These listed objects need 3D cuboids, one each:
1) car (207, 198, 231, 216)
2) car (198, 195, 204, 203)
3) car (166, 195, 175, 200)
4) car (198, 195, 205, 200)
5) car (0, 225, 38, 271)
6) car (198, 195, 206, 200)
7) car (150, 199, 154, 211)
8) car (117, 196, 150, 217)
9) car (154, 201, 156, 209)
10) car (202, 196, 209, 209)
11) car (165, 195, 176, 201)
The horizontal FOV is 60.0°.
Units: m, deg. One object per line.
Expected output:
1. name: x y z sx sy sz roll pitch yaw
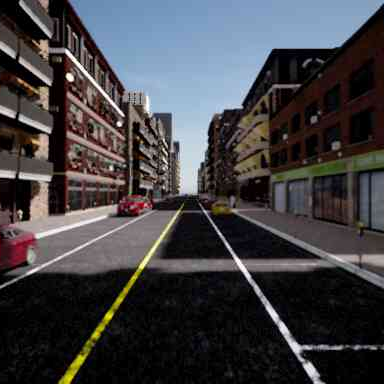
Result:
1. car: 2.675 1.506 31.718 1.752 1.417 4.829 0 0 0
2. car: 2.658 1.506 65.365 2.008 1.369 4.403 0 0 0
3. car: -5.734 1.488 87.910 2.008 1.369 4.403 0 0 0
4. car: 2.644 1.498 93.546 1.947 1.339 4.313 0 0 0
5. car: -5.694 1.577 9.003 1.802 1.307 4.206 0 0 0
6. car: 2.647 1.462 88.080 1.752 1.417 4.829 0 0 0
7. car: -5.708 1.417 37.183 1.967 1.590 4.097 0 0 0
8. car: -5.704 1.296 31.548 2.192 1.841 5.009 0 0 0
9. car: -5.711 1.518 42.821 1.887 1.381 4.507 0 0 0
10. car: 2.669 1.517 42.821 1.887 1.381 4.507 0 0 0
11. car: -5.731 1.493 82.273 2.008 1.369 4.403 0 0 0
